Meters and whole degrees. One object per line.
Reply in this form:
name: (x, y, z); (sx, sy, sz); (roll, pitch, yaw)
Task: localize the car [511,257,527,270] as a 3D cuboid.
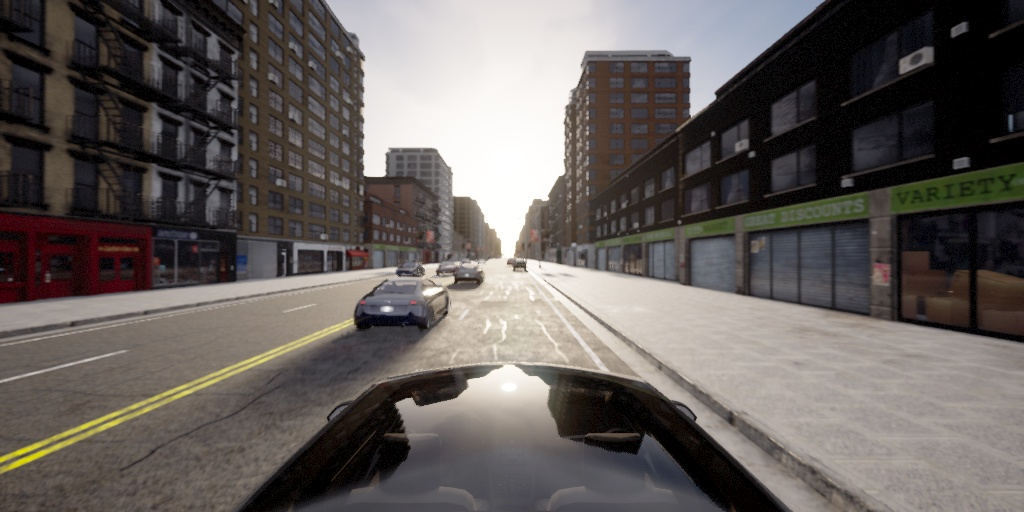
car: (1.112, 1.257, 50.752); (1.837, 1.490, 4.892); (0, 0, 0)

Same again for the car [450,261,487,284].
car: (-3.162, 1.312, 27.105); (1.994, 1.385, 4.181); (0, 0, 0)

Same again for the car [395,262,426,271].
car: (-9.863, 1.295, 35.253); (2.033, 1.411, 5.357); (0, 0, 0)

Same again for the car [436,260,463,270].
car: (-6.608, 1.274, 37.149); (1.812, 1.442, 4.674); (0, 0, 0)

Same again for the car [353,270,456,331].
car: (-3.157, 1.312, 11.056); (1.994, 1.385, 4.181); (0, 0, 0)
